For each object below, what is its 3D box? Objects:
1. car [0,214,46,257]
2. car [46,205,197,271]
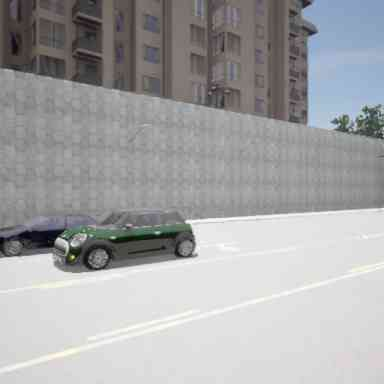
[{"bbox_3d":[-5.300,1.544,13.101,5.357,1.411,2.033,0,0,-35],"label":"car"},{"bbox_3d":[-2.108,1.348,11.064,4.553,1.767,2.097,0,0,-35],"label":"car"}]
